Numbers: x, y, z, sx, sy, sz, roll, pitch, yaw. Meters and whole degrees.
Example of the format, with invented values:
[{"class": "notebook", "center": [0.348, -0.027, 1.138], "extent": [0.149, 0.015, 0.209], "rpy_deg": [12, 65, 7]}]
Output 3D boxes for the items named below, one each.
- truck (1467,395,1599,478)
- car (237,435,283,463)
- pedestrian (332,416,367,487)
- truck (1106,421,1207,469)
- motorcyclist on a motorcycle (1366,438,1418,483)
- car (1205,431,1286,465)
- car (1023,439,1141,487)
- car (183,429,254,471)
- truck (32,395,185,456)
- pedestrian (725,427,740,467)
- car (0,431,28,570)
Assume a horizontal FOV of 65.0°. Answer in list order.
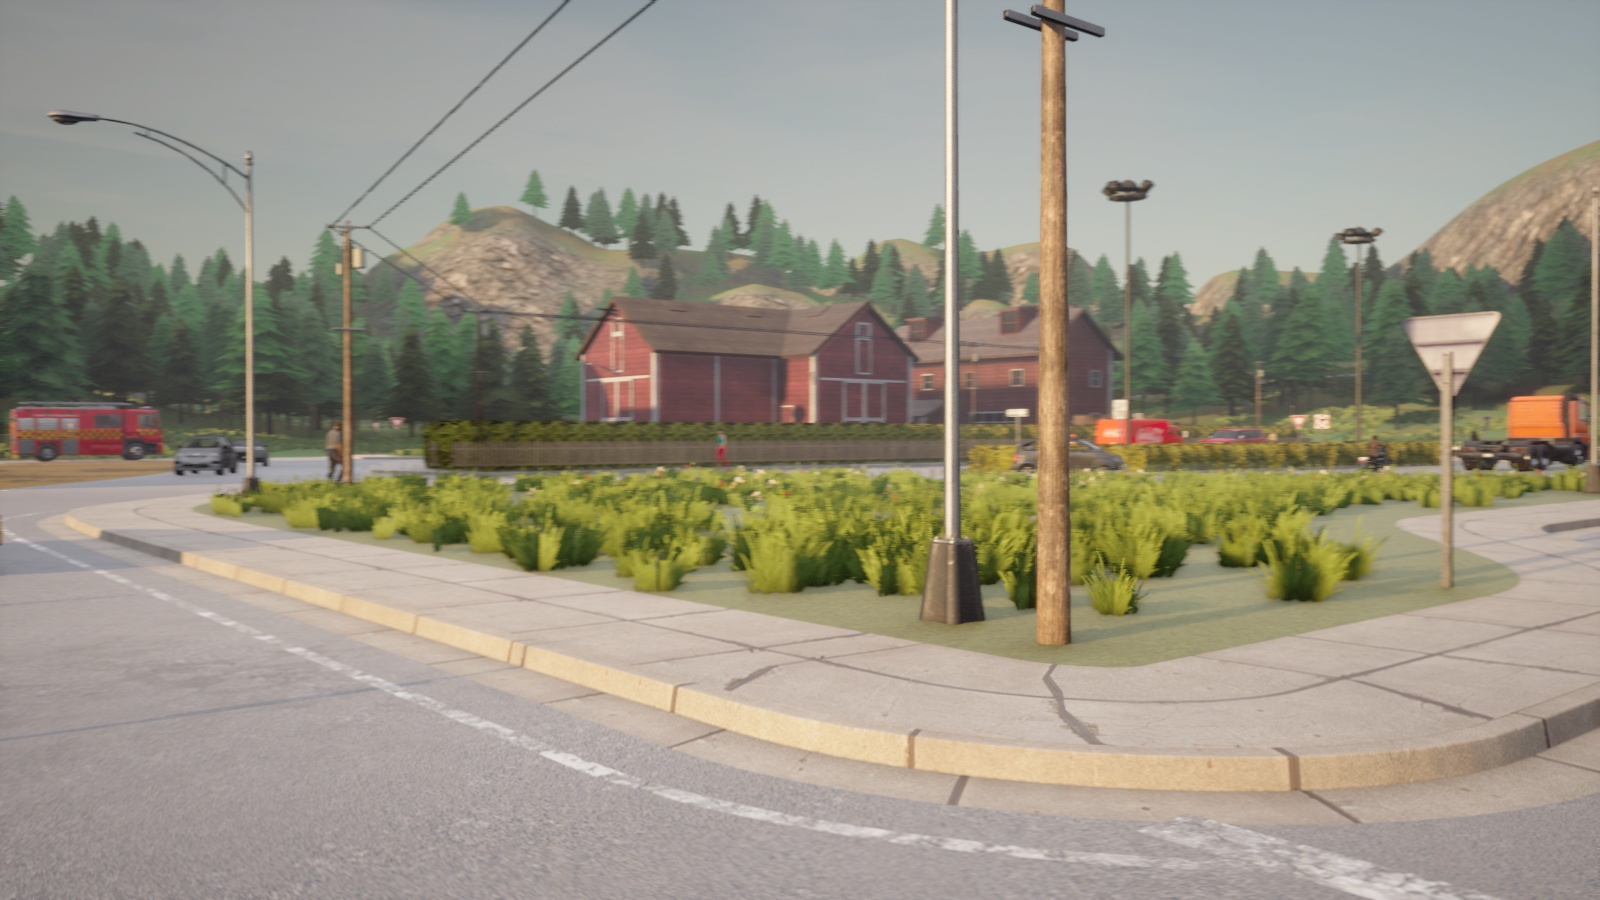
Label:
[{"class": "truck", "center": [32.929, -0.576, 55.787], "extent": [7.936, 3.462, 2.891], "rpy_deg": [0, 1, -39]}, {"class": "car", "center": [-27.424, -0.068, 63.907], "extent": [1.994, 1.385, 4.181], "rpy_deg": [0, 1, -21]}, {"class": "pedestrian", "center": [-11.982, 0.034, 33.420], "extent": [0.540, 1.848, 0.694], "rpy_deg": [1, 1, 38]}, {"class": "truck", "center": [18.956, -0.264, 66.722], "extent": [5.204, 2.467, 2.627], "rpy_deg": [0, 1, -39]}, {"class": "motorcyclist on a motorcycle", "center": [22.205, 0.395, 47.088], "extent": [2.350, 1.649, 0.766], "rpy_deg": [0, 1, -39]}, {"class": "car", "center": [27.787, -0.135, 78.309], "extent": [5.566, 2.045, 2.150], "rpy_deg": [0, 1, -39]}, {"class": "car", "center": [9.573, 0.410, 42.598], "extent": [3.705, 1.549, 1.789], "rpy_deg": [0, 1, 21]}, {"class": "car", "center": [-23.506, -0.030, 50.903], "extent": [1.851, 1.617, 3.988], "rpy_deg": [0, 1, -13]}, {"class": "truck", "center": [-45.403, -1.556, 82.583], "extent": [8.468, 3.827, 2.891], "rpy_deg": [0, 1, -37]}, {"class": "pedestrian", "center": [-3.127, -0.136, 58.030], "extent": [0.594, 1.836, 0.345], "rpy_deg": [0, 1, -42]}, {"class": "car", "center": [-11.268, 0.548, 15.976], "extent": [1.801, 1.575, 5.366], "rpy_deg": [0, 1, -39]}]
